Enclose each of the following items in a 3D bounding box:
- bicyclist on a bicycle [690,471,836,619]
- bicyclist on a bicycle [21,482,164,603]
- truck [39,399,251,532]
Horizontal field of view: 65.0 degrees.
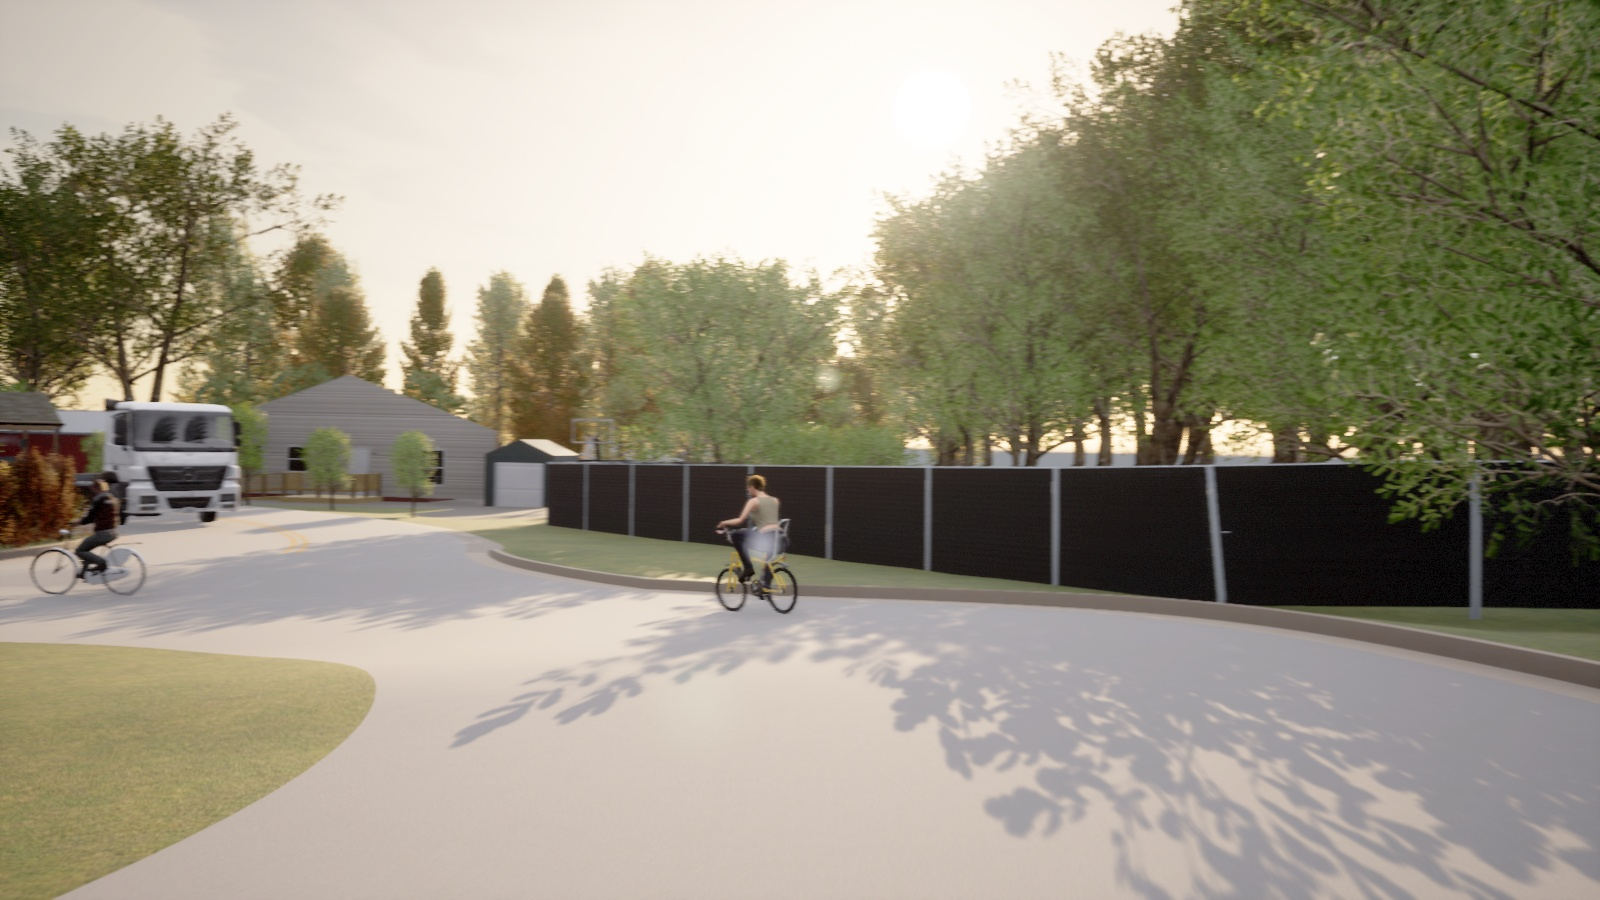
[{"bbox_3d":[-0.446,1.104,14.623,0.866,1.612,1.509,0,-4,-40],"label":"bicyclist on a bicycle"},{"bbox_3d":[-10.706,1.382,19.021,1.843,1.776,0.659,0,0,7],"label":"bicyclist on a bicycle"},{"bbox_3d":[-19.147,0.395,36.435,7.936,3.462,2.891,0,0,42],"label":"truck"}]
